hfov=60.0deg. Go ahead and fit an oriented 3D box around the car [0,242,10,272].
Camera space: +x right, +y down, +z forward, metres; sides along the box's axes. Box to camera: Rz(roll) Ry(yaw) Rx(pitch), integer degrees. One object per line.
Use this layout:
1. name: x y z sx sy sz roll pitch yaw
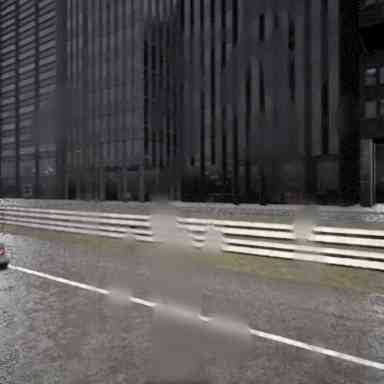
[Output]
1. car: -7.023 1.506 9.032 5.357 1.411 2.033 0 0 36
